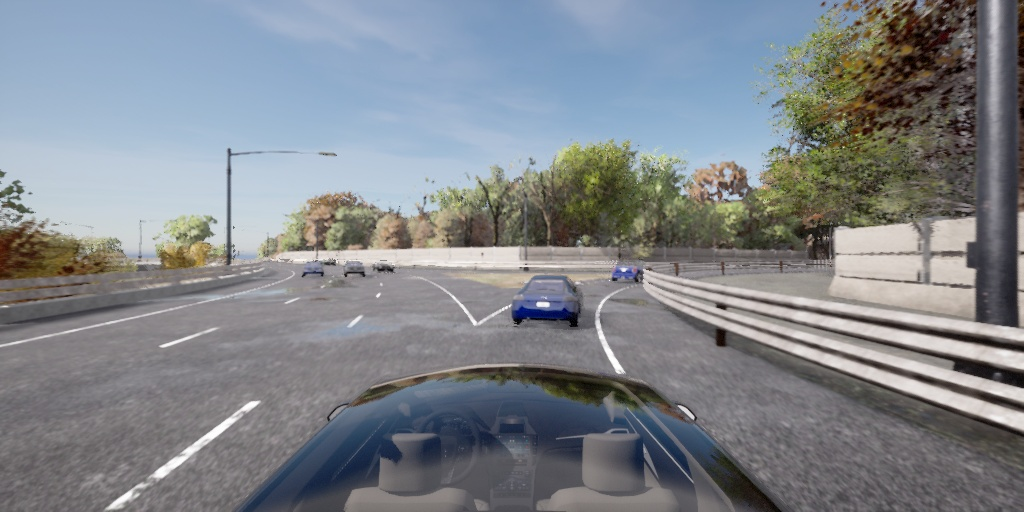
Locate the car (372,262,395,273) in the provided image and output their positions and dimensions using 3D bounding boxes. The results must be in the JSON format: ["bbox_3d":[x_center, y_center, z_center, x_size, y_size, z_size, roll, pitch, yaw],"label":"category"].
[{"bbox_3d":[-14.991,1.294,41.486,1.895,1.301,4.718,0,0,-30],"label":"car"}]

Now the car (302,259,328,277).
[{"bbox_3d":[-19.369,1.243,35.038,2.033,1.411,5.357,0,0,-28],"label":"car"}]

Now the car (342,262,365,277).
[{"bbox_3d":[-15.676,1.247,35.540,2.033,1.411,5.357,0,0,-27],"label":"car"}]

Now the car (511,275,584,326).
[{"bbox_3d":[1.299,1.305,11.834,1.994,1.385,4.181,0,0,13],"label":"car"}]

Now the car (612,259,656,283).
[{"bbox_3d":[9.639,1.084,28.142,2.097,1.767,4.553,0,0,40],"label":"car"}]
